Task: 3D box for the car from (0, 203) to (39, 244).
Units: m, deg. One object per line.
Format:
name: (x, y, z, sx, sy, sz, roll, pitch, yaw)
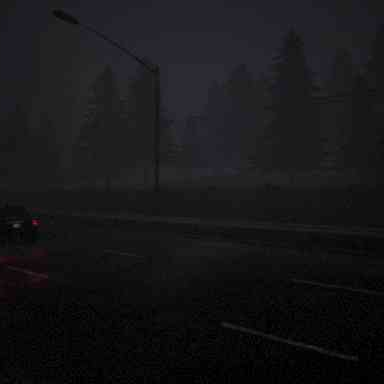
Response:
car: (-8.709, 1.333, 14.503, 4.553, 1.767, 2.097, 1, 0, 35)
